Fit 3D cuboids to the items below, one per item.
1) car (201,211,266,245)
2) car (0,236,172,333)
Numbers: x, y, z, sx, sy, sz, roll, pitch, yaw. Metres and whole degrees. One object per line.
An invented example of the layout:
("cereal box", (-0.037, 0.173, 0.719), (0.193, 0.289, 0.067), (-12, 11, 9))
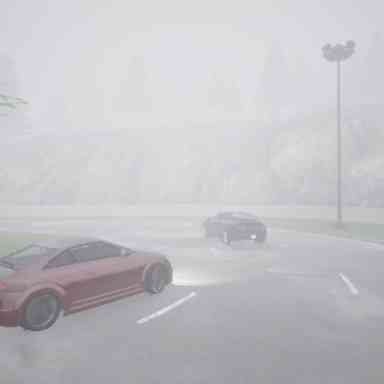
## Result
("car", (1.975, 1.723, 16.876), (1.837, 1.490, 4.892), (2, -1, -17))
("car", (-2.340, 1.659, 7.191), (1.994, 1.385, 4.181), (0, -1, 39))
